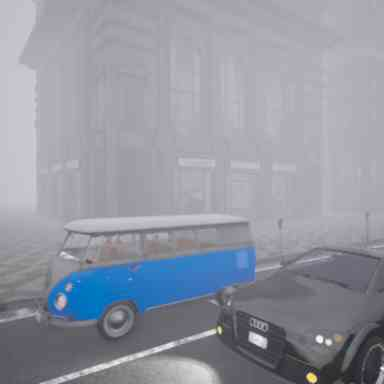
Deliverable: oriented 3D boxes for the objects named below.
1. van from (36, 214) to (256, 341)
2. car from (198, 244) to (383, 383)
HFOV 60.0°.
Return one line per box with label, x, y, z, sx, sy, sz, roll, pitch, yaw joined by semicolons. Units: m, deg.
van;-0.601;1.340;6.223;3.998;1.788;1.690;0;0;-35
car;2.398;1.562;5.089;4.181;1.385;1.994;0;0;-35
